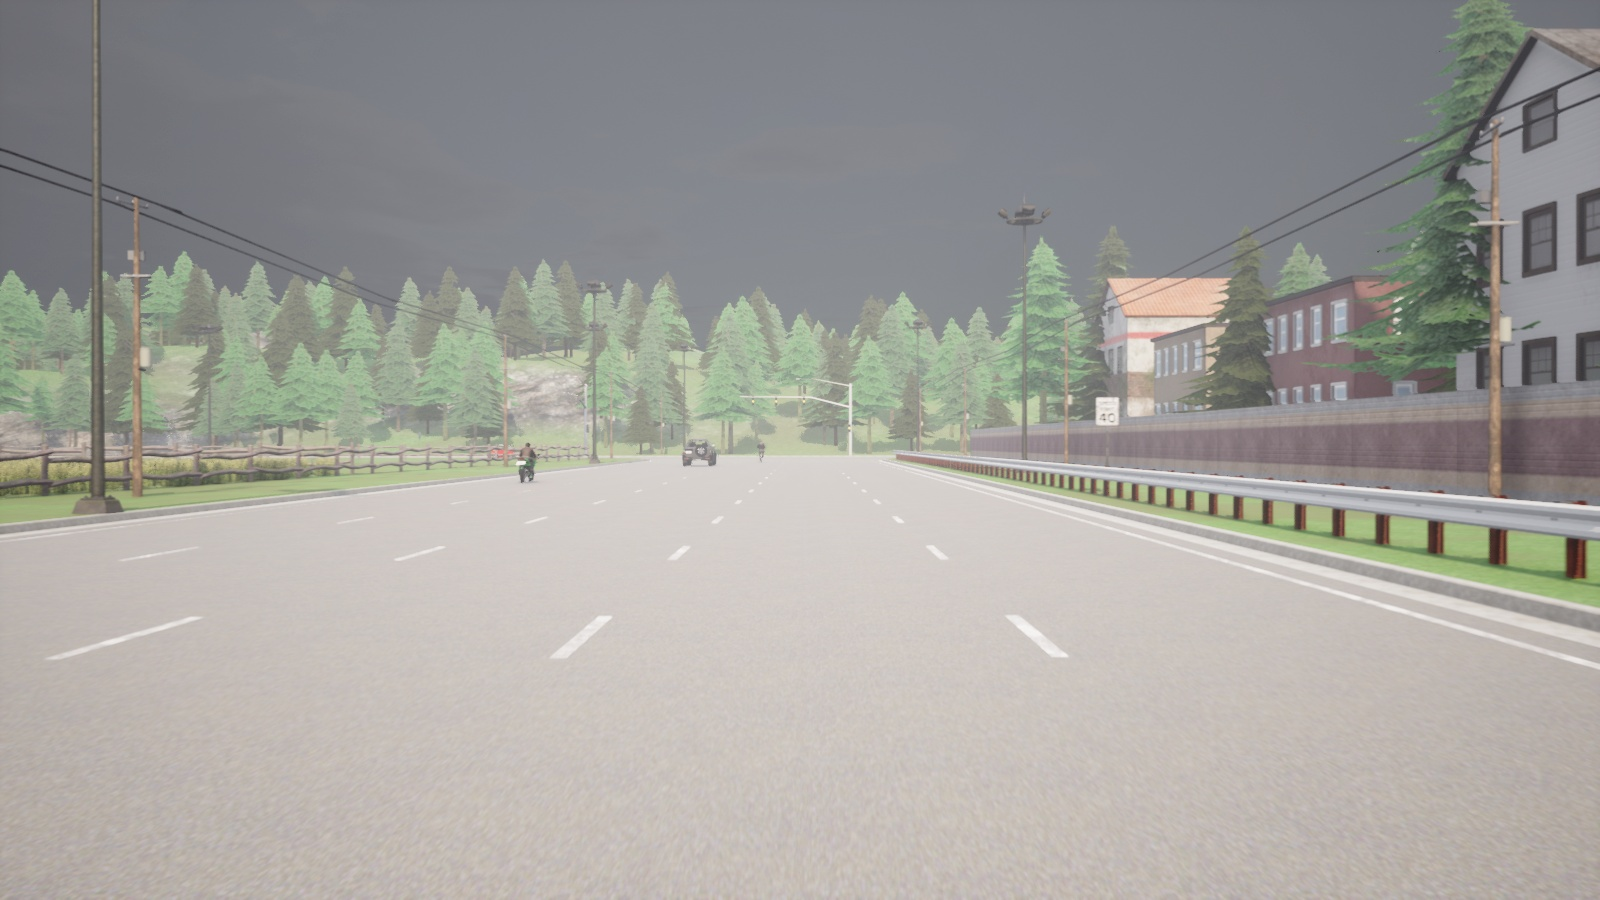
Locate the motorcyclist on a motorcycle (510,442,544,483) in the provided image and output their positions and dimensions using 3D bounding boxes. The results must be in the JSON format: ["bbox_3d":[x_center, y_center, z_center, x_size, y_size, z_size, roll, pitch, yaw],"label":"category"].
[{"bbox_3d":[-10.216,0.455,47.057,0.797,1.523,2.044,0,0,0],"label":"motorcyclist on a motorcycle"}]

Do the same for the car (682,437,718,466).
[{"bbox_3d":[-6.517,0.096,82.007,1.932,1.855,4.605,0,0,0],"label":"car"}]
